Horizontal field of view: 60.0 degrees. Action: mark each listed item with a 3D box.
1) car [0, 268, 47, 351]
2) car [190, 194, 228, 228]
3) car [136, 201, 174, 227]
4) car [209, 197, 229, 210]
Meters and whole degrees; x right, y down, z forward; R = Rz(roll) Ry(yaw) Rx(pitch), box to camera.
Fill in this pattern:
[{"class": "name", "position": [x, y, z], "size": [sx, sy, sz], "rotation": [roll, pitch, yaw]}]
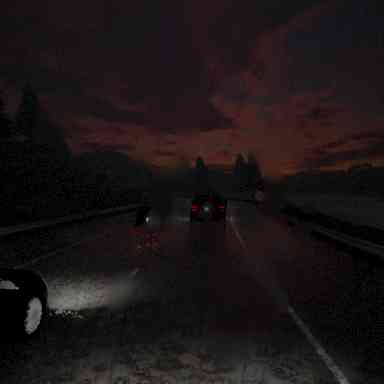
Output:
[{"class": "car", "position": [-3.311, 1.484, 3.551], "size": [1.837, 1.490, 4.892], "rotation": [0, 0, 1]}, {"class": "car", "position": [1.101, 1.118, 21.745], "size": [2.150, 2.045, 5.566], "rotation": [0, 0, 5]}, {"class": "car", "position": [-2.382, 1.395, 22.074], "size": [1.837, 1.490, 4.892], "rotation": [0, 0, 5]}, {"class": "car", "position": [3.448, 1.349, 41.625], "size": [2.033, 1.411, 5.357], "rotation": [0, 0, 8]}]
